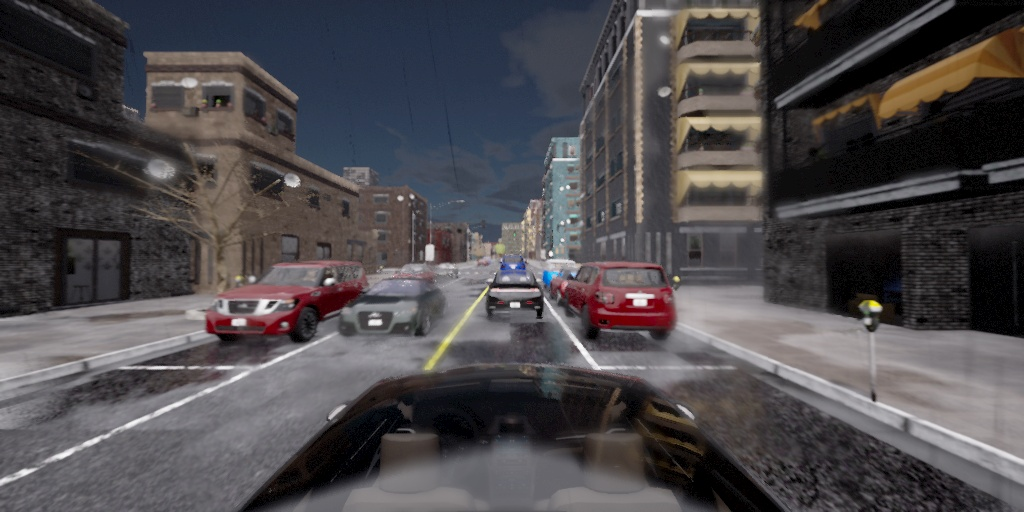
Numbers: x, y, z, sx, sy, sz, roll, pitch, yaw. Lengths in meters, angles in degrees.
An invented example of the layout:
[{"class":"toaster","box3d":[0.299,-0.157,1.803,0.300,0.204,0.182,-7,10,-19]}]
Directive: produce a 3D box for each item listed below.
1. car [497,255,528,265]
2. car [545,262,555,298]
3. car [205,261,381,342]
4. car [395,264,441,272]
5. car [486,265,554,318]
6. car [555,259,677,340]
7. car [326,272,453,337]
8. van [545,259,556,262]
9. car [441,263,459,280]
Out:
[{"class":"car","box3d":[0.093,0.968,30.242,2.150,2.045,5.566,0,0,0]},{"class":"car","box3d":[2.688,1.189,15.378,1.967,1.591,4.097,0,0,0]},{"class":"car","box3d":[-5.691,1.064,9.977,2.192,1.841,5.009,0,0,0]},{"class":"car","box3d":[-5.693,1.187,20.791,1.967,1.591,4.097,0,0,0]},{"class":"car","box3d":[0.095,1.240,13.049,2.128,1.511,4.902,0,0,0]},{"class":"car","box3d":[2.690,1.064,9.971,2.192,1.841,5.009,0,0,0]},{"class":"car","box3d":[-3.101,1.313,10.115,1.994,1.385,4.181,0,0,0]},{"class":"van","box3d":[2.688,1.089,20.786,1.690,1.789,3.998,0,0,0]},{"class":"car","box3d":[-5.697,1.297,31.605,2.007,1.370,4.403,0,0,0]}]
